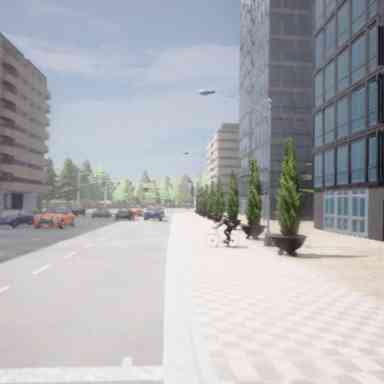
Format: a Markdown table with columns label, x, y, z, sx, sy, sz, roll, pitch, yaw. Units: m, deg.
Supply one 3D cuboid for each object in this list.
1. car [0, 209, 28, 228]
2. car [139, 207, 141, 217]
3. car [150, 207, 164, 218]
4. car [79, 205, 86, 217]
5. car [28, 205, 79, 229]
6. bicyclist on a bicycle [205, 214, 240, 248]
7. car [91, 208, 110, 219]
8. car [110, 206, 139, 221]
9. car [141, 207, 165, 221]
| label | x | y | z | sx | sy | sz | roll | pitch | yaw |
| --- | --- | --- | --- | --- | --- | --- | --- | --- | --- |
| car | -14.671 | 2.139 | 27.349 | 1.812 | 1.442 | 4.674 | 1 | -2 | -3 |
| car | -8.871 | 2.908 | 51.810 | 2.097 | 1.767 | 4.553 | 1 | -2 | -3 |
| car | -5.381 | 3.141 | 52.012 | 1.837 | 1.490 | 4.892 | 1 | -2 | -3 |
| car | -15.484 | 2.445 | 44.093 | 1.882 | 1.535 | 5.008 | 1 | -2 | -3 |
| car | -11.160 | 2.036 | 27.193 | 2.097 | 1.767 | 4.553 | 1 | -2 | -4 |
| bicyclist on a bicycle | 1.463 | 1.853 | 15.823 | 1.656 | 1.620 | 0.582 | 1 | -2 | -3 |
| car | -11.996 | 2.847 | 44.270 | 1.994 | 1.385 | 4.181 | 1 | -2 | -3 |
| car | -8.259 | 2.702 | 41.154 | 2.128 | 1.511 | 4.902 | 1 | -2 | -3 |
| car | -4.768 | 2.648 | 41.562 | 2.097 | 1.767 | 4.553 | 1 | -2 | -2 |
